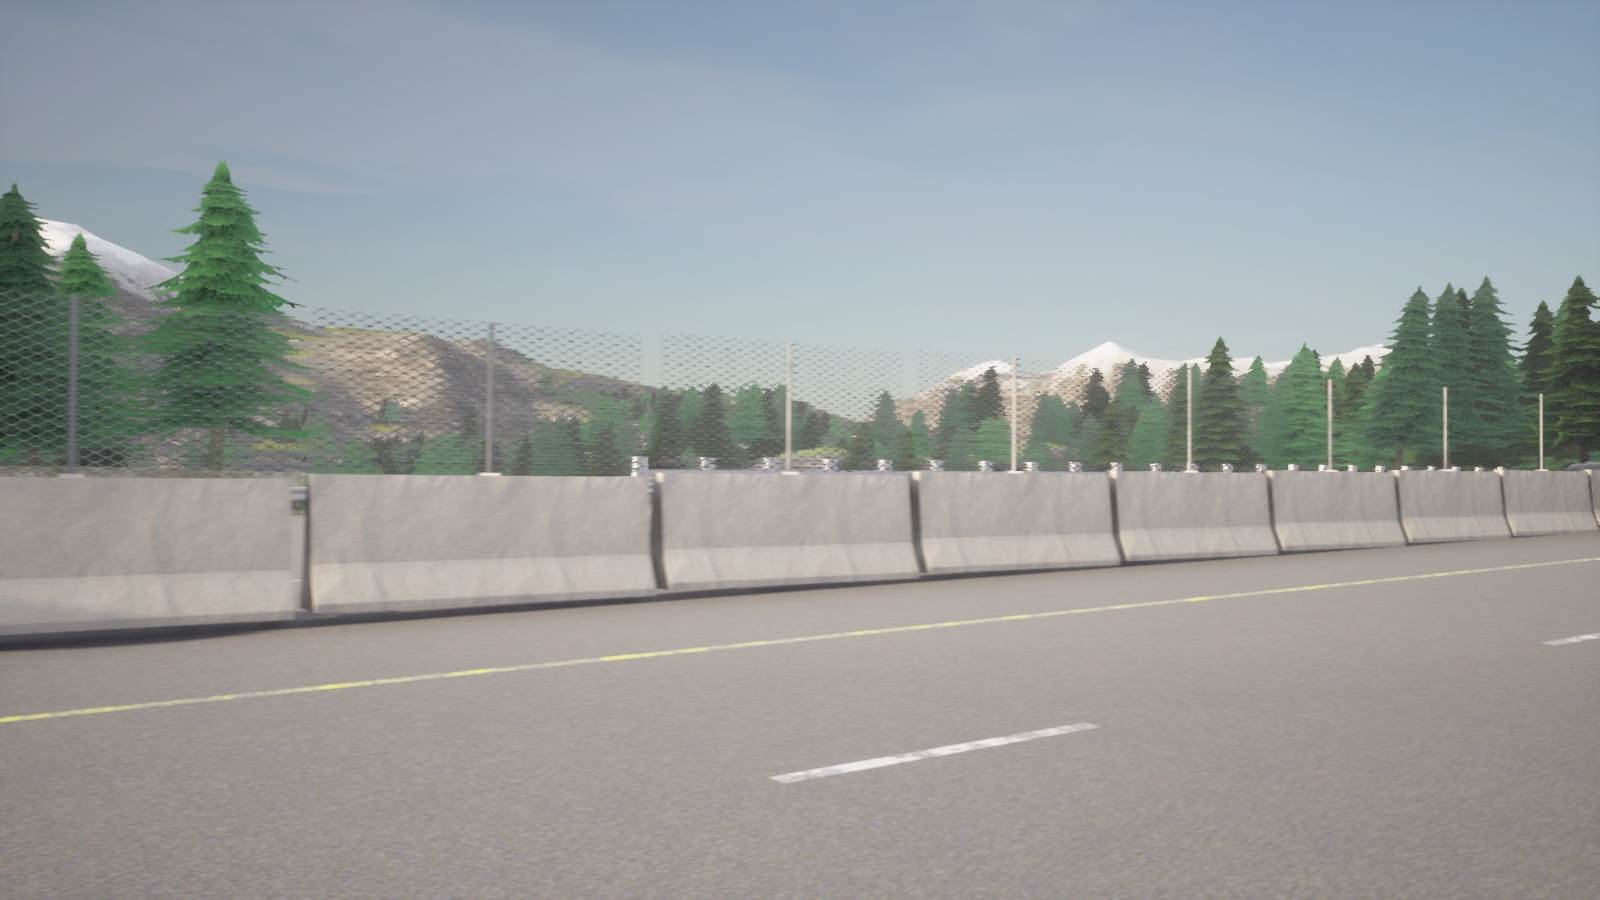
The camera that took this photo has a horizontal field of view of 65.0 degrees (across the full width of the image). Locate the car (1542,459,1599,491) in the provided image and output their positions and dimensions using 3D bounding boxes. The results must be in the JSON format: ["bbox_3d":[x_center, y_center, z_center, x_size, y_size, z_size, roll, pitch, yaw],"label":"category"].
[{"bbox_3d":[37.272,1.184,59.433,4.892,1.490,1.837,1,-1,-35],"label":"car"}]
